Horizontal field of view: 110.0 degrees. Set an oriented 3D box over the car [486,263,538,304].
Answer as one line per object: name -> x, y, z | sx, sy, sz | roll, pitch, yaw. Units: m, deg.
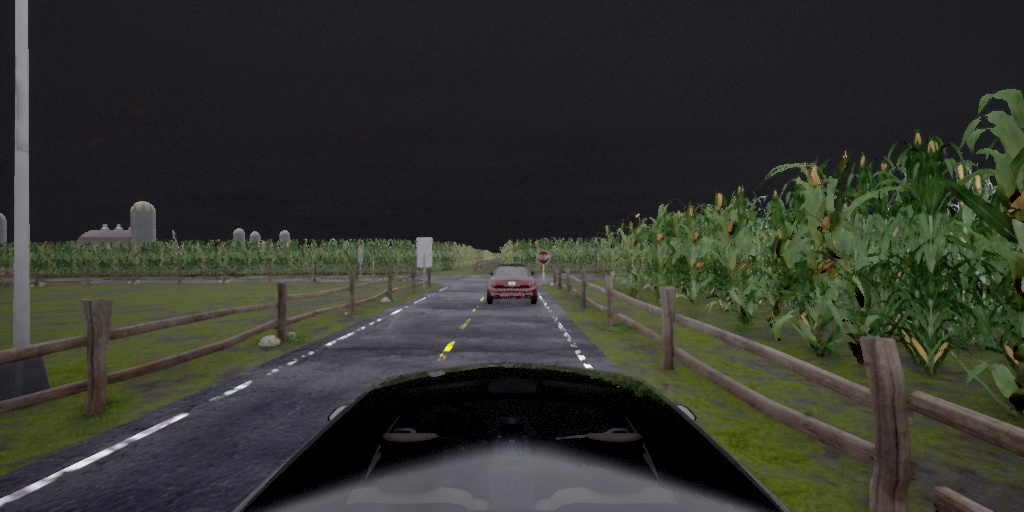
car -> 0.000, 1.115, 16.471 | 2.097, 1.767, 4.553 | 0, 0, 0
